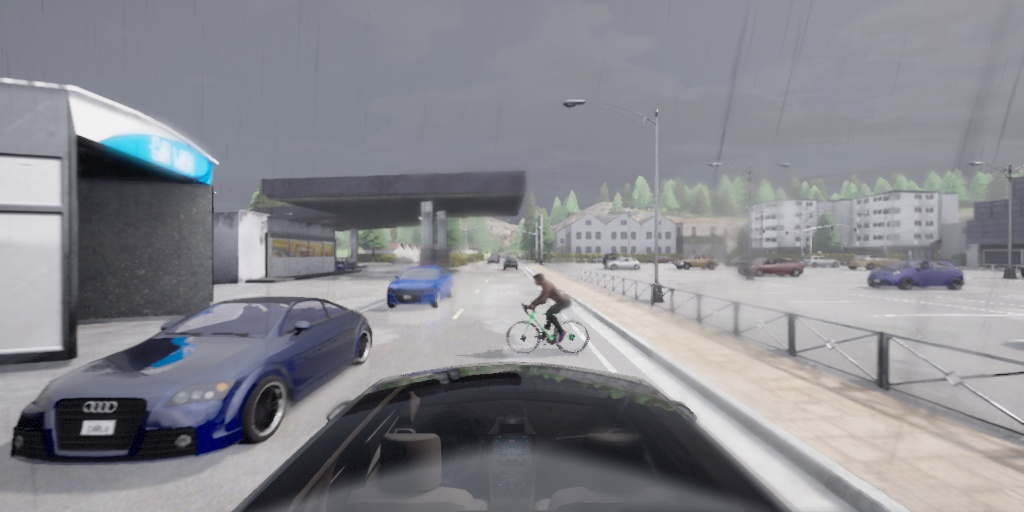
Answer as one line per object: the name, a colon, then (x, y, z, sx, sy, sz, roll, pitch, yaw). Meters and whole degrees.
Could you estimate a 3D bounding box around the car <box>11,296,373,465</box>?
car: (-3.612, 1.299, 5.112, 1.994, 1.385, 4.181, 0, 0, 0)

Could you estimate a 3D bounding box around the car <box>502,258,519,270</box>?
car: (-0.164, 1.032, 46.024, 1.837, 1.490, 4.892, 0, 0, 0)

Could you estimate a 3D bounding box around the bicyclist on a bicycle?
bicyclist on a bicycle: (0.705, 1.160, 7.129, 1.656, 1.620, 0.582, -1, 0, 0)

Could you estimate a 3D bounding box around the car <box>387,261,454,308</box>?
car: (-3.672, 1.163, 15.051, 1.882, 1.535, 5.008, 0, 0, 0)
